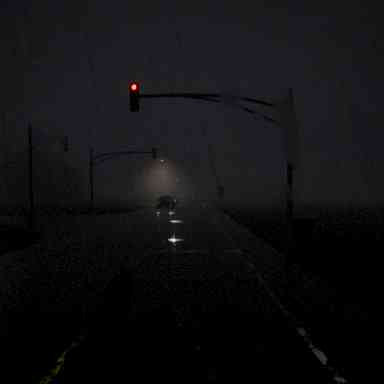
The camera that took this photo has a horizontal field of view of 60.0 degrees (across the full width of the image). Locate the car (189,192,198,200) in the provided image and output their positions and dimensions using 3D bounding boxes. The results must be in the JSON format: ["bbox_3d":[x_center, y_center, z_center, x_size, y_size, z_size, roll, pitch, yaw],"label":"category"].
[{"bbox_3d":[0.311,1.091,85.812,2.150,2.045,5.566,0,0,0],"label":"car"}]

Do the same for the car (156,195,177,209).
[{"bbox_3d":[-3.432,1.308,43.495,2.097,1.767,4.553,0,0,0],"label":"car"}]

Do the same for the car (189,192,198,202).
[{"bbox_3d":[0.275,1.248,75.598,2.097,1.767,4.553,0,0,0],"label":"car"}]

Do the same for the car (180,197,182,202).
[{"bbox_3d":[-3.349,1.451,61.091,1.812,1.442,4.674,0,0,1],"label":"car"}]

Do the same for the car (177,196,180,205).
[{"bbox_3d":[-3.399,1.293,52.275,2.097,1.767,4.553,0,0,0],"label":"car"}]

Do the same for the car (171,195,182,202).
[{"bbox_3d":[-3.243,1.457,70.837,1.994,1.385,4.181,0,0,0],"label":"car"}]
